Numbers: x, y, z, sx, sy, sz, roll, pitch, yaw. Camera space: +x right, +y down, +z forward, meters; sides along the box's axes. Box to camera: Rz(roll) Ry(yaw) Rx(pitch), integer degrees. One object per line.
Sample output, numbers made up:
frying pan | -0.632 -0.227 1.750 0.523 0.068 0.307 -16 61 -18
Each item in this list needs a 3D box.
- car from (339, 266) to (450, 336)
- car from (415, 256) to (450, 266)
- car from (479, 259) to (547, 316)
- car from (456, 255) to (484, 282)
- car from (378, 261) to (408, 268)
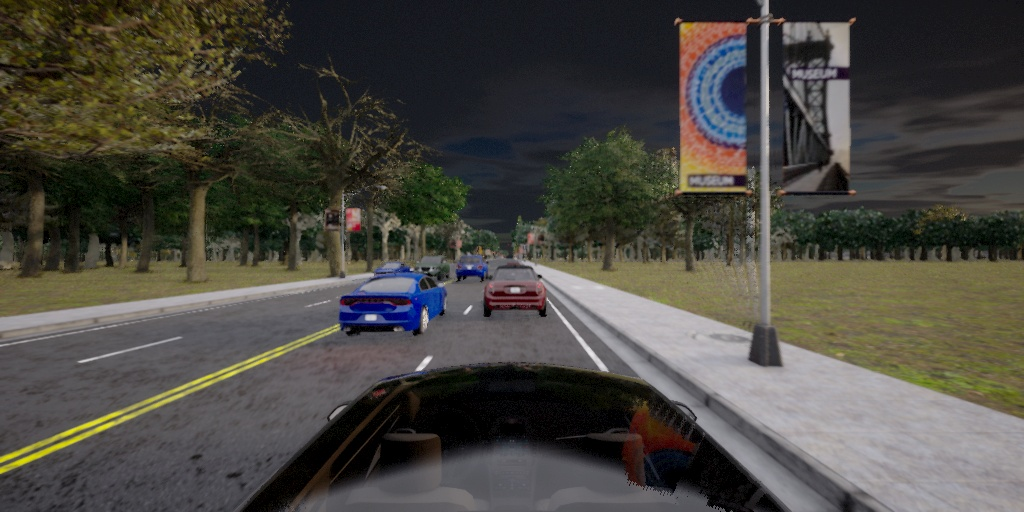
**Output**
car | -3.148 1.226 10.480 1.882 1.535 5.008 0 0 0
car | -6.589 0.973 30.035 2.150 2.045 5.566 0 0 0
car | 0.104 1.100 13.504 2.097 1.767 4.553 0 0 0
car | -3.140 0.970 29.153 2.150 2.045 5.566 0 0 0
car | -9.838 1.227 29.703 1.882 1.535 5.008 0 0 0
